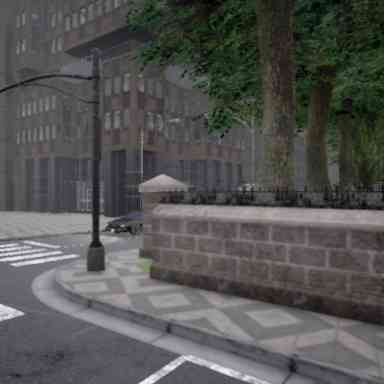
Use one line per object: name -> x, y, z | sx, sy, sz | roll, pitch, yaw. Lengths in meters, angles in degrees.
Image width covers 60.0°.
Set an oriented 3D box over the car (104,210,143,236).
car -> -3.074, 1.906, 21.506 | 2.033, 1.411, 5.357 | 0, -1, 35
